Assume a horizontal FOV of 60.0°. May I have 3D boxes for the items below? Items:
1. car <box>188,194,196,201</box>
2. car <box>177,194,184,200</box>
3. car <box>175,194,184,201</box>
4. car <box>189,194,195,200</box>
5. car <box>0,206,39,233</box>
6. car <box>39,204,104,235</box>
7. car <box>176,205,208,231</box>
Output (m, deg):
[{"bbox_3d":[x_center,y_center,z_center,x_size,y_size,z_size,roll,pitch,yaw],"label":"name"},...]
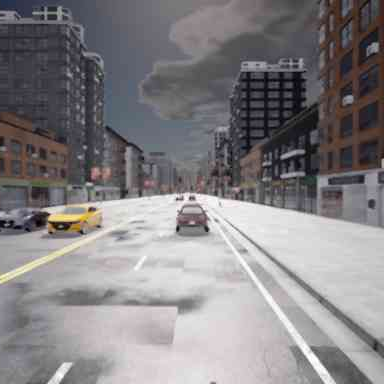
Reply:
[{"bbox_3d":[0.029,1.528,84.389,1.837,1.490,4.892,0,0,0],"label":"car"},{"bbox_3d":[-3.218,1.406,94.811,1.882,1.535,5.008,0,0,0],"label":"car"},{"bbox_3d":[-3.221,1.578,84.802,1.994,1.385,4.181,0,0,0],"label":"car"},{"bbox_3d":[0.032,1.432,94.809,1.837,1.490,4.892,0,0,0],"label":"car"},{"bbox_3d":[-9.757,1.544,19.543,1.994,1.385,4.181,0,0,0],"label":"car"},{"bbox_3d":[-6.512,1.461,19.048,1.882,1.535,5.008,0,0,0],"label":"car"},{"bbox_3d":[0.008,1.518,20.534,1.812,1.442,4.674,0,0,0],"label":"car"}]
